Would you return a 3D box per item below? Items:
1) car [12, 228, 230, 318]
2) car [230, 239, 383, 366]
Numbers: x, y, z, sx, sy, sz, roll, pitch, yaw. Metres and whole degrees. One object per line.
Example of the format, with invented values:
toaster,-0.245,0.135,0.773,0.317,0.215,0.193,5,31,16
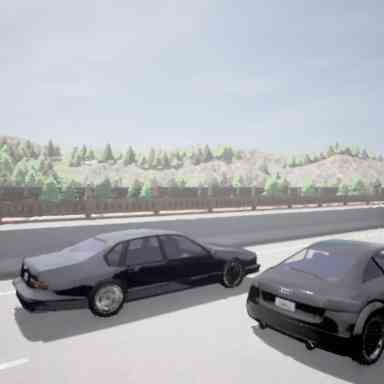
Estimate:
car,-0.909,1.532,7.395,5.357,1.411,2.033,0,0,-35
car,2.940,1.538,5.840,4.181,1.385,1.994,0,0,-35
